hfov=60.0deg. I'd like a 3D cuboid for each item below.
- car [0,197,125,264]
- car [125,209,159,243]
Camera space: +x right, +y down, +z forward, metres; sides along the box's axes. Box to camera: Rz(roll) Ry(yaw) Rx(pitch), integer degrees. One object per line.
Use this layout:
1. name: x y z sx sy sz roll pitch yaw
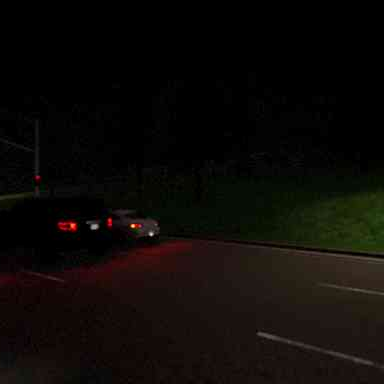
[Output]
1. car: -5.214 1.195 11.974 5.566 2.045 2.150 0 0 36
2. car: -3.560 1.502 15.099 4.674 1.442 1.812 0 0 36
